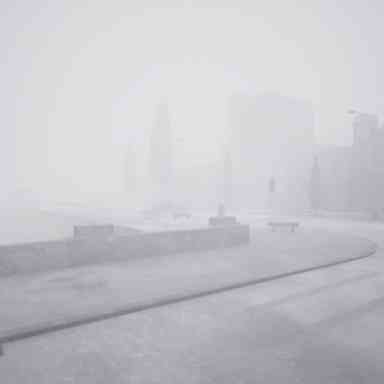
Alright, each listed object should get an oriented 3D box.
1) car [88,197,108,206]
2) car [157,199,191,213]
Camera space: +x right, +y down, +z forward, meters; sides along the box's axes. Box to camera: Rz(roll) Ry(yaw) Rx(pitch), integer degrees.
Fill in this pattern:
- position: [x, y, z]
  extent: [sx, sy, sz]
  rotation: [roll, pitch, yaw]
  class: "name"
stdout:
- position: [-15.149, 1.523, 53.453]
  extent: [1.895, 1.301, 4.718]
  rotation: [0, 0, -35]
  class: "car"
- position: [-2.014, 1.449, 34.970]
  extent: [1.812, 1.442, 4.674]
  rotation: [0, 0, -36]
  class: "car"
